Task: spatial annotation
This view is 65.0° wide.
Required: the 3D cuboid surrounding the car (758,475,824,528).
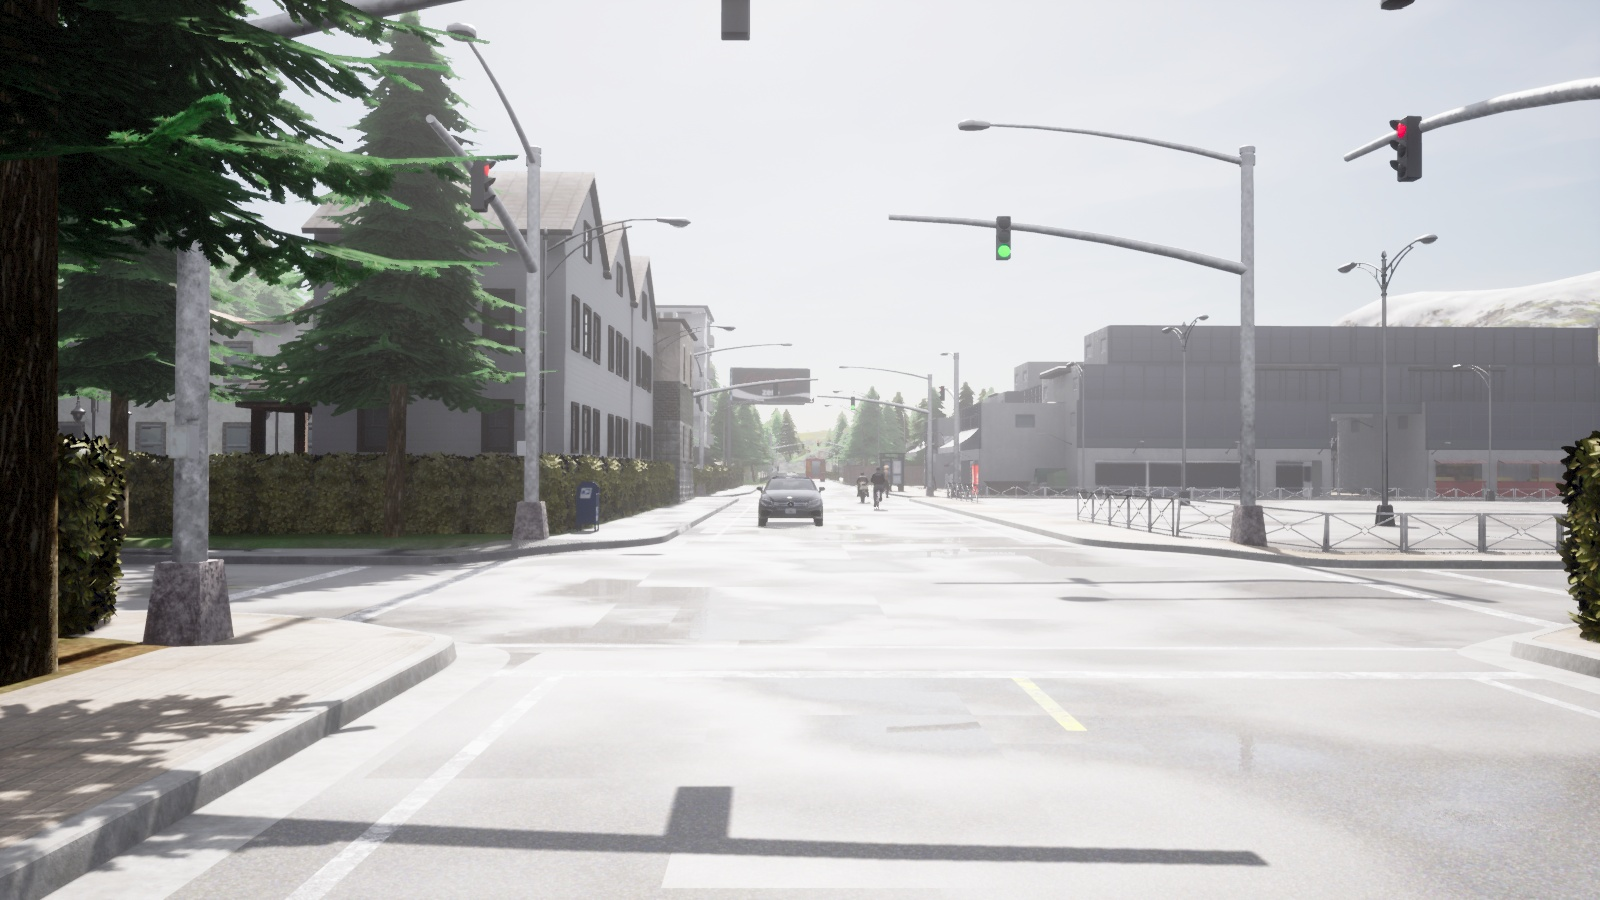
[{"bbox_3d":[-0.258,1.455,36.731,1.812,1.442,4.674,0,-1,0],"label":"car"}]
